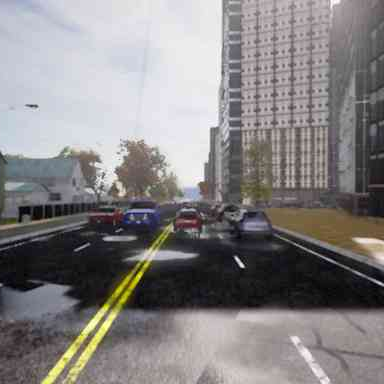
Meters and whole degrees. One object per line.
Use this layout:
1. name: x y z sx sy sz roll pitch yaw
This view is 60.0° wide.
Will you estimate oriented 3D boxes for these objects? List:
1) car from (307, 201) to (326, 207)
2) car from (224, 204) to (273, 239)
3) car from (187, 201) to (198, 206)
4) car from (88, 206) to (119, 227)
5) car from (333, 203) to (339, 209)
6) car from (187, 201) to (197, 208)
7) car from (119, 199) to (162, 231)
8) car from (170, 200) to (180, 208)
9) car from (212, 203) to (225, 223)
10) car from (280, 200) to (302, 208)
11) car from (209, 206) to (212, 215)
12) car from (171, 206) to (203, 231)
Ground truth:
1. car: 31.052 2.961 82.841 4.403 1.369 2.008 0 1 20
2. car: 3.251 1.701 19.036 2.033 1.649 4.856 0 -1 0
3. car: 0.072 2.453 58.212 1.895 1.301 4.718 0 -1 0
4. car: -6.598 1.849 26.022 1.882 1.535 5.008 0 -1 0
5. car: 33.663 3.060 73.491 4.507 1.381 1.887 0 1 20
6. car: 0.004 2.519 68.176 2.033 1.411 5.357 0 -1 0
7. car: -3.349 1.557 23.586 2.150 2.045 5.566 0 -1 0
8. car: -3.247 2.271 65.414 1.837 1.490 4.892 0 -1 0
9. car: 3.251 1.861 30.039 2.033 1.649 4.856 0 -1 0
10. car: 23.017 2.801 77.388 5.009 1.841 2.192 0 1 20
11. car: 3.252 2.117 41.040 1.812 1.442 4.674 0 -1 0
12. car: -0.229 1.899 23.496 1.994 1.385 4.181 0 -1 1
